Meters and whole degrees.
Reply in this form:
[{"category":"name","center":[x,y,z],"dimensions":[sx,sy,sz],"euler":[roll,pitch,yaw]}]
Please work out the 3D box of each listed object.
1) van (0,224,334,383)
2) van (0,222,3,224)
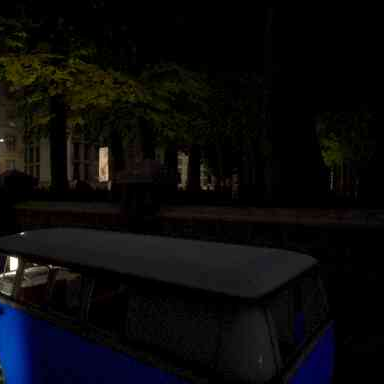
[{"category":"van","center":[-0.687,1.341,3.351],"dimensions":[3.998,1.788,1.690],"euler":[0,0,36]},{"category":"van","center":[-5.278,1.340,6.657],"dimensions":[3.998,1.788,1.690],"euler":[0,0,36]}]
